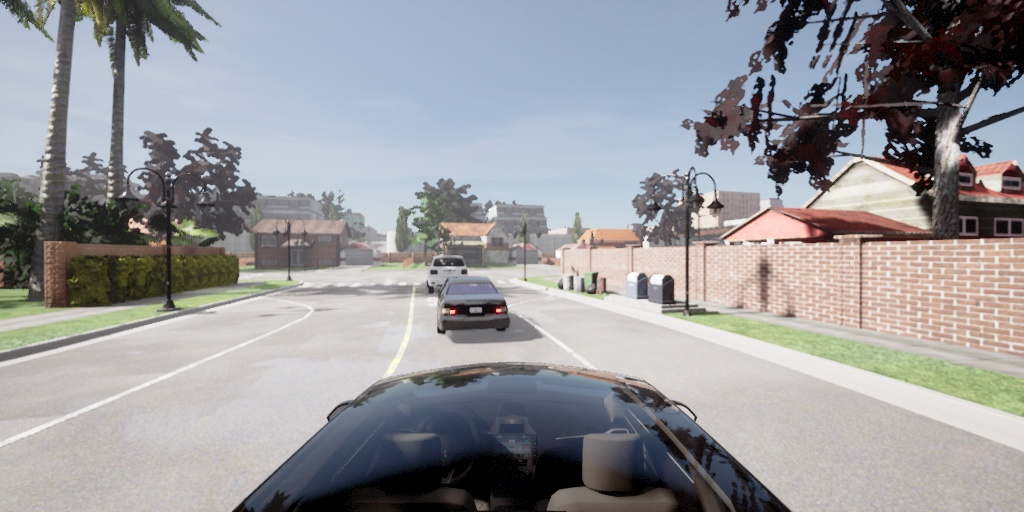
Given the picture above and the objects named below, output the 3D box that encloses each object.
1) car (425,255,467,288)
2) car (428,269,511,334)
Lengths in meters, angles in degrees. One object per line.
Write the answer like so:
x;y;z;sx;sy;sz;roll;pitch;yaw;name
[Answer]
-3.863;0.986;21.046;2.150;2.045;5.566;0;0;-14;car
-1.326;1.302;10.759;2.033;1.411;5.357;0;0;-11;car
